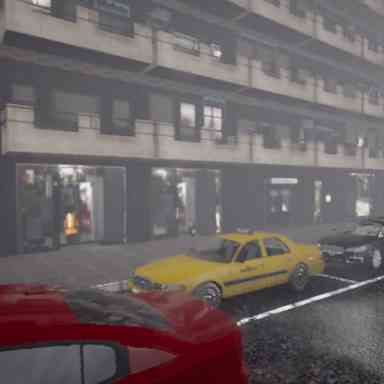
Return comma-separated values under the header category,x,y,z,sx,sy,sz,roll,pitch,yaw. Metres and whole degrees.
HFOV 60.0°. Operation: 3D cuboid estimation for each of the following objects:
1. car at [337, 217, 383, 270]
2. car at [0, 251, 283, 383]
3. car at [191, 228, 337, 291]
category,x,y,z,sx,sy,sz,roll,pitch,yaw
car,5.762,1.511,10.718,4.403,1.369,2.008,0,-1,-36
car,-1.854,1.480,2.053,5.008,1.535,1.882,0,0,-36
car,0.974,1.508,7.362,4.829,1.417,1.752,0,-1,-36
